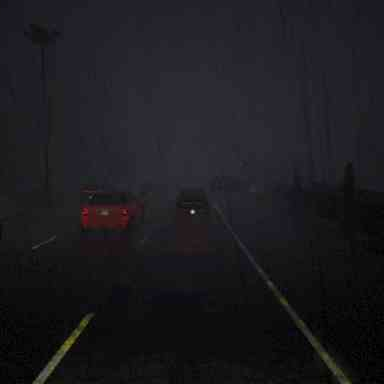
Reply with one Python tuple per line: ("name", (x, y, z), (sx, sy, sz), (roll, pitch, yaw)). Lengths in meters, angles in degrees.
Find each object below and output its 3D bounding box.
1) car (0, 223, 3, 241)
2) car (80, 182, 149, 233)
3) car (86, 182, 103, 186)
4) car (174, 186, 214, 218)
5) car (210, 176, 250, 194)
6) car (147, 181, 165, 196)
("car", (-6.921, 0.999, 7.915), (2.150, 2.045, 5.566), (0, 3, 0))
("car", (-3.457, 0.687, 15.271), (2.097, 1.767, 4.553), (0, 4, 0))
("car", (-7.016, -0.009, 25.351), (2.128, 1.511, 4.902), (0, 5, 0))
("car", (0.023, 0.537, 18.999), (1.837, 1.490, 4.892), (0, 5, 0))
("car", (3.937, -0.870, 33.900), (2.097, 1.767, 4.553), (5, 7, 44))
("car", (-3.548, -0.351, 30.725), (1.895, 1.301, 4.718), (0, 5, 0))
